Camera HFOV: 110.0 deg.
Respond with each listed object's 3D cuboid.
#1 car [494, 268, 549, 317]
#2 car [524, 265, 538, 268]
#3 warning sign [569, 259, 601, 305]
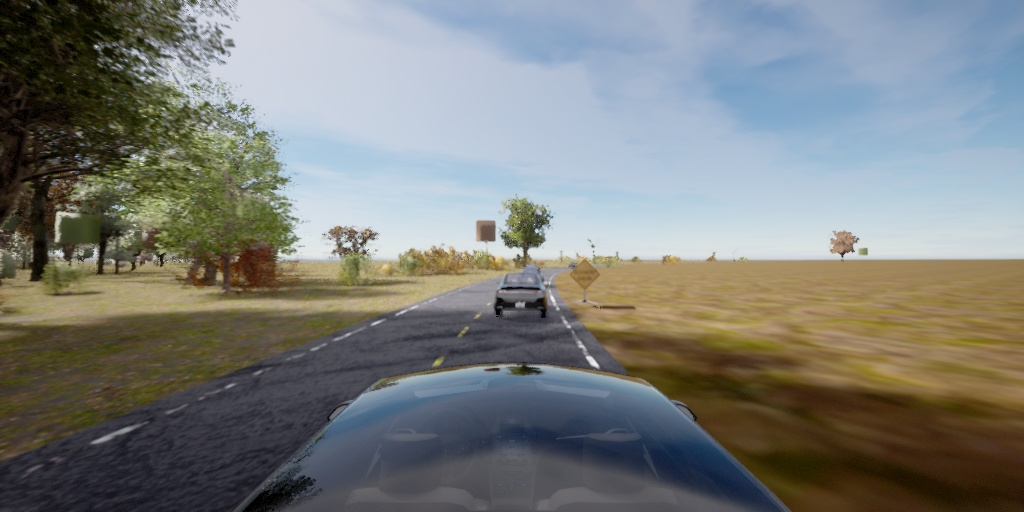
[{"bbox_3d":[0.404,1.407,13.975,2.128,1.511,4.902,0,-1,3],"label":"car"},{"bbox_3d":[1.535,1.676,28.874,1.994,1.385,4.181,0,-1,7],"label":"car"},{"bbox_3d":[3.028,1.047,14.928,1.300,1.860,1.060,0,0,3],"label":"warning sign"}]
